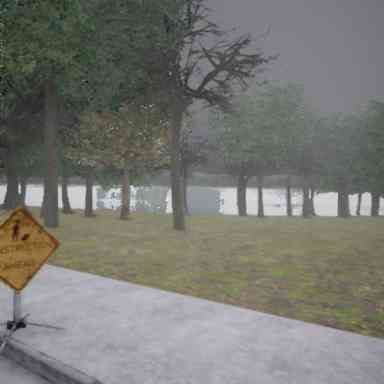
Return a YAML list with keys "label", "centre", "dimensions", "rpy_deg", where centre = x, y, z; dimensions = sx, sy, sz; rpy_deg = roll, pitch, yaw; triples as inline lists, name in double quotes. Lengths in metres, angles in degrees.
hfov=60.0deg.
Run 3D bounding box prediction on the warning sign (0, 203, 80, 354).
- label: "warning sign"
  centre: [-2.561, 1.121, 4.911]
  dimensions: [1.060, 1.860, 1.300]
  rpy_deg: [1, 0, 35]
